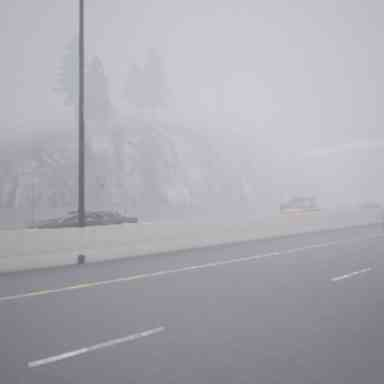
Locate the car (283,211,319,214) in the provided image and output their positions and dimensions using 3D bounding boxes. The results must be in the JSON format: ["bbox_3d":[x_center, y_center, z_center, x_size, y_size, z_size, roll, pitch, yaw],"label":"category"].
[{"bbox_3d":[10.265,1.754,30.518,5.008,1.535,1.882,0,-1,-43],"label":"car"}]

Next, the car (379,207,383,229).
[{"bbox_3d":[12.203,1.350,17.856,5.566,2.045,2.150,1,-1,-41],"label":"car"}]

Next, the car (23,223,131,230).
[{"bbox_3d":[-5.976,1.710,17.053,4.902,1.511,2.128,0,-1,-37],"label":"car"}]
